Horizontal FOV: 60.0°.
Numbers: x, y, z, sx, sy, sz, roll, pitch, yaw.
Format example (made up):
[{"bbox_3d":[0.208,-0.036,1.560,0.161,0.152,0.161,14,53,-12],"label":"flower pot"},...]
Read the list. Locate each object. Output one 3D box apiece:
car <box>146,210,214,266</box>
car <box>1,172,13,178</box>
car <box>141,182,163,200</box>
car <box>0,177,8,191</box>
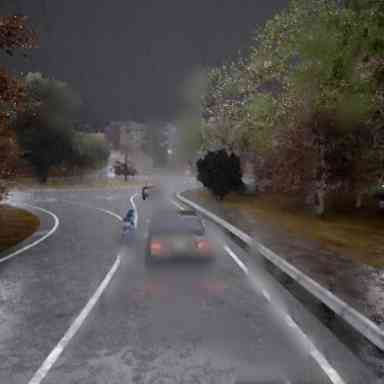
[{"bbox_3d":[-0.474,1.289,10.674,2.033,1.411,5.357,0,2,-4],"label":"car"},{"bbox_3d":[-37.670,-3.306,66.350,1.812,1.442,4.674,3,5,29],"label":"car"},{"bbox_3d":[-3.809,-0.180,31.932,2.128,1.511,4.902,-1,5,-8],"label":"car"},{"bbox_3d":[-23.654,-0.649,37.307,4.892,1.490,1.837,1,7,15],"label":"car"}]
